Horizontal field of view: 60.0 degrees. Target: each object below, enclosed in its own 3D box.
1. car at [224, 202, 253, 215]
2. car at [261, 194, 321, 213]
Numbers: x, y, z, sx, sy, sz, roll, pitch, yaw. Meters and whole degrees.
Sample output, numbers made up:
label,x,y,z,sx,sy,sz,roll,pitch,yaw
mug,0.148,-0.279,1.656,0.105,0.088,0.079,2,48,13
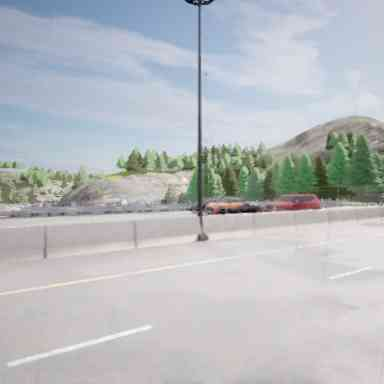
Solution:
label,x,y,z,sx,sy,sz,roll,pitch,yaw
car,4.578,1.551,28.747,4.718,1.301,1.895,0,0,-35
car,8.111,1.173,26.968,5.566,2.045,2.150,0,0,-35
